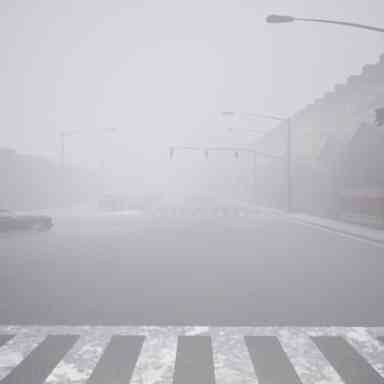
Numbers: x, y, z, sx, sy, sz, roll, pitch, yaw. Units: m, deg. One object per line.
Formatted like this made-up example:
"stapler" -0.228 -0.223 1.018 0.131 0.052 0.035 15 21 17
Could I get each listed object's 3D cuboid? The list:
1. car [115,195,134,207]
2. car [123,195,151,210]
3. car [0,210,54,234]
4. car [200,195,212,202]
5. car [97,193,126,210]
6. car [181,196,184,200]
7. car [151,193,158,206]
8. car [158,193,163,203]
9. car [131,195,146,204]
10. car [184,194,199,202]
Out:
"car" -10.618 1.331 52.838 2.097 1.767 4.553 0 0 0
"car" -7.118 1.474 43.558 2.128 1.511 4.902 0 0 0
"car" -9.944 1.594 17.819 4.718 1.301 1.895 0 0 -26
"car" 3.399 1.518 73.968 1.994 1.385 4.181 0 0 -3
"car" -10.605 1.204 43.308 2.150 2.045 5.566 0 0 2
"car" -1.256 1.339 82.734 1.837 1.490 4.892 0 0 -17
"car" -7.124 1.331 52.502 2.097 1.767 4.553 0 0 0
"car" -7.086 1.193 66.479 2.150 2.045 5.566 0 0 0
"car" -10.582 1.466 66.428 2.128 1.511 4.902 0 0 0
"car" -0.086 1.461 72.643 1.837 1.490 4.892 0 0 -3
